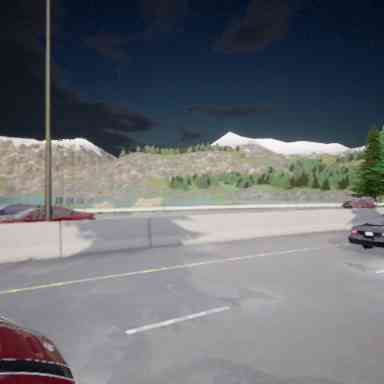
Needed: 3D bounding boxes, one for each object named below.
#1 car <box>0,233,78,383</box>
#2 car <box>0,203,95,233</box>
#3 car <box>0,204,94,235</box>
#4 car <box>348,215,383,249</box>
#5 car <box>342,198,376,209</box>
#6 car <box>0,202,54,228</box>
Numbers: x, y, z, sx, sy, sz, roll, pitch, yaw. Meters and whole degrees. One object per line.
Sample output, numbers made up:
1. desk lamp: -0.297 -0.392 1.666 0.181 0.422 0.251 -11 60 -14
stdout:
1. car: -2.853 1.341 1.587 4.553 1.767 2.097 0 0 -36
2. car: -7.149 1.425 15.896 5.008 1.535 1.882 0 0 -34
3. car: -8.606 1.484 19.179 5.357 1.411 2.033 0 0 -34
4. car: 8.467 1.531 13.021 5.357 1.411 2.033 0 0 -29
5. car: 21.079 1.501 42.063 4.181 1.385 1.994 0 0 -20
6. car: -11.538 1.452 21.377 4.674 1.442 1.812 0 0 -34
